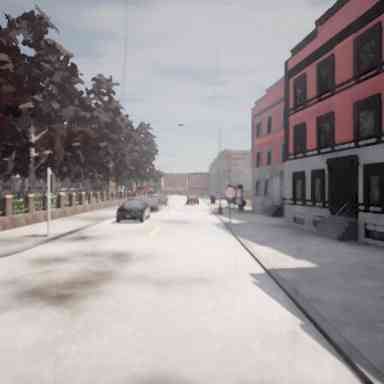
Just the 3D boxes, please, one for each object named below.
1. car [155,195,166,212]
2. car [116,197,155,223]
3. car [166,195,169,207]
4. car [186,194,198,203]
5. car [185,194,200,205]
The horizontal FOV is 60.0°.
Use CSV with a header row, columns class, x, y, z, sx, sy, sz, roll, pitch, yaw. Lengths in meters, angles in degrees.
class,x,y,z,sx,sy,sz,roll,pitch,yaw
car,-4.100,1.253,33.765,2.033,1.411,5.357,0,0,0
car,-4.101,1.269,23.865,1.882,1.535,5.008,0,1,0
car,-4.072,1.119,44.164,1.837,1.490,4.892,0,0,0
car,0.007,1.042,57.971,2.033,1.411,5.357,0,0,0
car,0.106,1.108,47.837,1.812,1.442,4.674,0,0,0
